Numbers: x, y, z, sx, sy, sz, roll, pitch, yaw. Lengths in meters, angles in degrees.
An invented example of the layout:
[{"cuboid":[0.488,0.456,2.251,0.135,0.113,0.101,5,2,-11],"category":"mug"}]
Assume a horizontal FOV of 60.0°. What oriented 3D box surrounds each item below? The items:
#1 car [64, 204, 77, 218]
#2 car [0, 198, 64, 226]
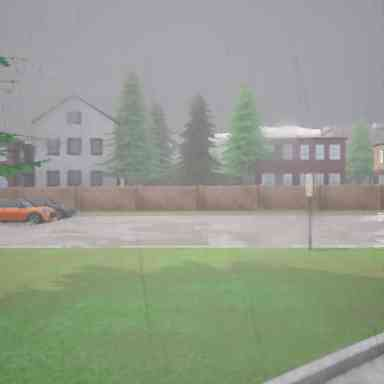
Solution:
[{"cuboid":[-11.306,1.232,25.585,4.553,1.767,2.097,0,0,1],"category":"car"},{"cuboid":[-11.343,1.257,22.085,4.553,1.767,2.097,0,0,1],"category":"car"}]
